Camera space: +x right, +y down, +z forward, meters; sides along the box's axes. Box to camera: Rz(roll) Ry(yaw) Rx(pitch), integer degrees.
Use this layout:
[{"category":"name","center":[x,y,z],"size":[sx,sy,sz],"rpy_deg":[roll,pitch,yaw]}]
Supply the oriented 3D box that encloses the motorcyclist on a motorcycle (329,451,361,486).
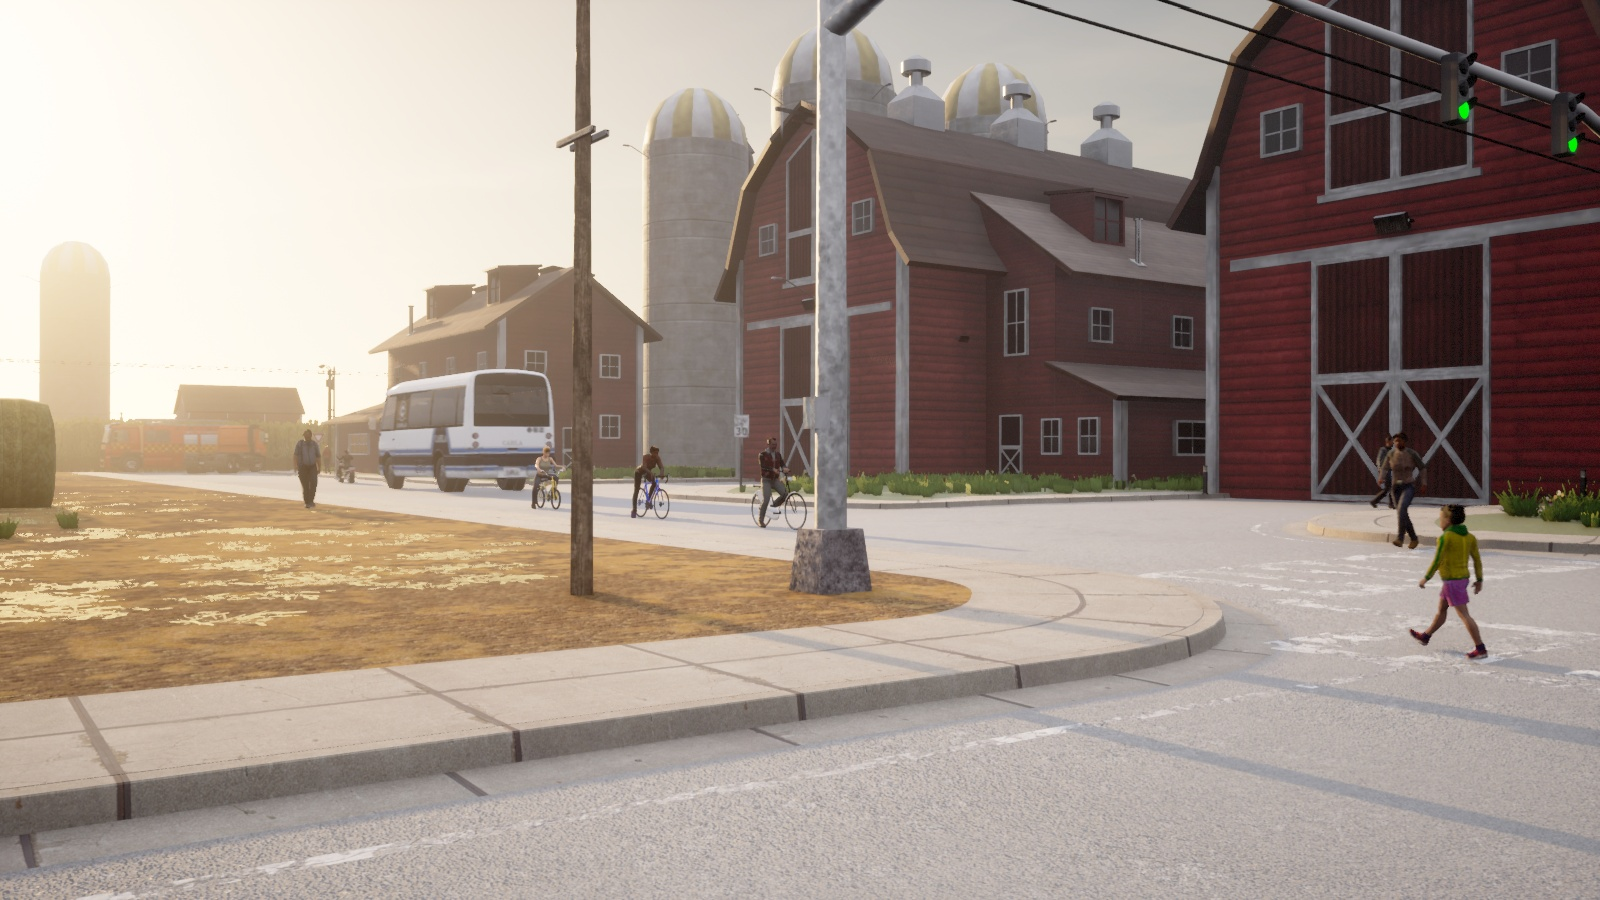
[{"category":"motorcyclist on a motorcycle","center":[-21.393,0.858,59.017],"size":[0.766,1.649,2.350],"rpy_deg":[0,0,-36]}]

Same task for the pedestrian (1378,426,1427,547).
[{"category":"pedestrian","center":[9.170,0.547,19.105],"size":[0.869,1.805,0.328],"rpy_deg":[0,0,-39]}]

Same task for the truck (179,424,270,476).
[{"category":"truck","center":[-40.072,0.046,87.813],"size":[2.891,3.462,7.936],"rpy_deg":[-1,0,-2]}]

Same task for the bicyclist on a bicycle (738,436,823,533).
[{"category":"bicyclist on a bicycle","center":[-0.399,0.641,24.027],"size":[0.659,1.776,1.843],"rpy_deg":[-1,0,-36]}]

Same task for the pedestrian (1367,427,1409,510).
[{"category":"pedestrian","center":[14.070,0.434,30.061],"size":[0.423,1.949,0.788],"rpy_deg":[0,0,-35]}]

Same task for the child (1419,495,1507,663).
[{"category":"child","center":[4.786,0.915,9.074],"size":[0.299,1.160,0.473],"rpy_deg":[0,0,-29]}]

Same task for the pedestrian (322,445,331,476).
[{"category":"pedestrian","center":[-28.219,0.623,74.825],"size":[0.331,1.846,0.636],"rpy_deg":[0,0,-37]}]

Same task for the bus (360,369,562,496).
[{"category":"bus","center":[-13.037,-0.558,47.454],"size":[3.944,4.253,10.273],"rpy_deg":[-1,0,-36]}]

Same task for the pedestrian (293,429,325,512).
[{"category":"pedestrian","center":[-11.107,0.457,28.421],"size":[0.540,1.848,0.694],"rpy_deg":[0,0,-34]}]

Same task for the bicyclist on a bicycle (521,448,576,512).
[{"category":"bicyclist on a bicycle","center":[-6.515,0.748,32.483],"size":[0.866,1.612,1.509],"rpy_deg":[0,0,-36]}]

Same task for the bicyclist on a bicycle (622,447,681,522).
[{"category":"bicyclist on a bicycle","center":[-3.331,0.747,28.083],"size":[0.582,1.620,1.656],"rpy_deg":[0,0,-36]}]
